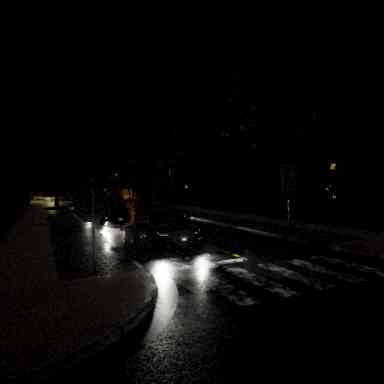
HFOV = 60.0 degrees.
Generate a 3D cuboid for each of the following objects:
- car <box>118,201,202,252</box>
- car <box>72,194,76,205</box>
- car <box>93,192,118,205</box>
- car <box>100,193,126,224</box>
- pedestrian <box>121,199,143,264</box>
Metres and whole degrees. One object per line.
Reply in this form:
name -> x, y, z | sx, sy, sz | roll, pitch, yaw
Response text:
car -> -1.325, 1.301, 13.334 | 1.837, 1.490, 4.892 | -2, 2, -26
car -> -13.221, 0.881, 39.603 | 2.033, 1.411, 5.357 | -2, 2, -24
car -> -10.934, 0.780, 41.642 | 2.033, 1.411, 5.357 | -2, 2, -25
car -> -5.145, 0.998, 21.667 | 2.097, 1.767, 4.553 | -2, 2, -24
pedestrian -> -1.671, 1.057, 9.270 | 0.375, 1.860, 0.375 | -1, 0, -24
